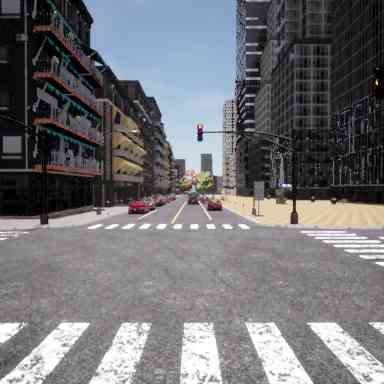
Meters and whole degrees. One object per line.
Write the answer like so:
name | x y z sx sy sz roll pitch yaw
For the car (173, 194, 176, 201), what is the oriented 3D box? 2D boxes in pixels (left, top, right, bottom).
car | -5.519 1.322 86.241 2.192 1.841 5.009 -1 0 0

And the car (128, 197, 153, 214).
car | -5.625 1.540 35.401 1.887 1.381 4.507 -1 0 0

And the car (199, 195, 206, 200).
car | 2.844 1.535 92.100 1.752 1.417 4.829 -1 0 0

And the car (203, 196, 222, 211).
car | 2.734 1.540 41.089 1.887 1.381 4.507 -1 0 0

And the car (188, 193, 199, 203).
car | 0.265 1.223 70.034 2.150 2.045 5.566 0 0 0

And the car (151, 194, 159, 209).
car | -5.614 1.436 41.050 1.967 1.590 4.097 -1 0 0

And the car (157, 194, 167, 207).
car | -5.592 1.312 52.348 2.192 1.841 5.009 -1 0 0

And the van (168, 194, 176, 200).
van | -5.506 1.350 91.889 1.690 1.788 3.998 -1 0 0

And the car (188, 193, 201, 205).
car | 0.229 1.477 59.769 1.882 1.535 5.008 0 0 0

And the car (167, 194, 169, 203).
car | -5.578 1.439 57.996 1.967 1.590 4.097 -1 0 0

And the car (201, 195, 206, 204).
car | 2.783 1.551 63.685 2.008 1.369 4.403 -1 0 0

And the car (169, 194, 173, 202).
car | -5.552 1.583 69.295 1.802 1.307 4.206 -1 0 0

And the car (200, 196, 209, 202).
car | 2.808 1.548 74.983 1.887 1.381 4.507 -1 0 0
